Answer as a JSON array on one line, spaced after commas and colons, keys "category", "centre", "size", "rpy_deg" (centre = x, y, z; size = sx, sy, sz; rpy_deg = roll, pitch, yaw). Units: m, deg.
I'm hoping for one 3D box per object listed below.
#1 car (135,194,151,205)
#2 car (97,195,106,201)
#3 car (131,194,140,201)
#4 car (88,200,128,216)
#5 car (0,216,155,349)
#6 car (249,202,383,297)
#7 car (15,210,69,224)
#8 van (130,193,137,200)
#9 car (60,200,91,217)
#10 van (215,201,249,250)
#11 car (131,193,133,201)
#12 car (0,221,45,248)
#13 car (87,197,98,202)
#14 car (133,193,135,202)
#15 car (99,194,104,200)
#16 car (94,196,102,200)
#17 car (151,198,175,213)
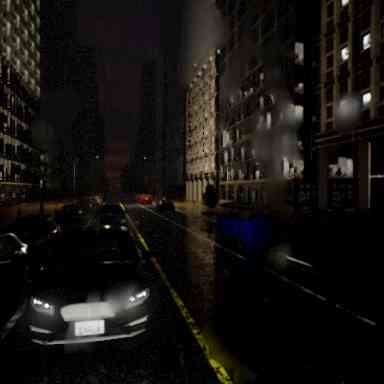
[{"category": "car", "centre": [-8.200, 1.279, 58.444], "size": [2.192, 1.841, 5.009], "rpy_deg": [-1, 0, -13]}, {"category": "car", "centre": [-22.898, 1.498, 84.169], "size": [2.008, 1.369, 4.403], "rpy_deg": [-1, 0, -13]}, {"category": "car", "centre": [-14.744, 1.384, 86.099], "size": [1.967, 1.590, 4.097], "rpy_deg": [-1, 0, -13]}, {"category": "car", "centre": [-4.835, 1.467, 19.567], "size": [1.882, 1.535, 5.008], "rpy_deg": [0, 0, -13]}, {"category": "car", "centre": [-1.890, 1.488, 6.676], "size": [2.128, 1.511, 4.902], "rpy_deg": [0, 0, -13]}, {"category": "car", "centre": [3.580, 1.309, 8.666], "size": [2.192, 1.841, 5.009], "rpy_deg": [-1, 0, -13]}, {"category": "car", "centre": [-5.881, 1.576, 12.268], "size": [1.802, 1.307, 4.206], "rpy_deg": [-1, 0, -13]}, {"category": "van", "centre": [-16.054, 1.281, 91.629], "size": [1.690, 1.788, 3.998], "rpy_deg": [-1, 0, -13]}, {"category": "car", "centre": [-8.500, 1.538, 23.330], "size": [2.008, 1.369, 4.403], "rpy_deg": [-1, 0, -13]}, {"category": "van", "centre": [2.272, 1.332, 14.197], "size": [1.690, 1.788, 3.998], "rpy_deg": [-1, 0, -13]}, {"category": "car", "centre": [-12.125, 1.393, 75.037], "size": [1.967, 1.590, 4.097], "rpy_deg": [-1, 0, -13]}, {"category": "car", "centre": [-4.573, 1.548, 6.737], "size": [2.008, 1.369, 4.403], "rpy_deg": [-1, 0, -13]}, {"category": "car", "centre": [-11.117, 1.532, 34.391], "size": [2.008, 1.369, 4.403], "rpy_deg": [-1, 0, -13]}, {"category": "car", "centre": [-9.509, 1.276, 63.976], "size": [2.192, 1.841, 5.009], "rpy_deg": [-1, 0, -13]}, {"category": "car", "centre": [-15.045, 1.411, 50.983], "size": [1.967, 1.590, 4.097], "rpy_deg": [-1, 0, -13]}, {"category": "car", "centre": [-13.735, 1.556, 45.453], "size": [1.802, 1.307, 4.206], "rpy_deg": [-1, 0, -13]}, {"category": "car", "centre": [-2.962, 1.529, 36.321], "size": [2.008, 1.369, 4.403], "rpy_deg": [-1, 0, -13]}]
